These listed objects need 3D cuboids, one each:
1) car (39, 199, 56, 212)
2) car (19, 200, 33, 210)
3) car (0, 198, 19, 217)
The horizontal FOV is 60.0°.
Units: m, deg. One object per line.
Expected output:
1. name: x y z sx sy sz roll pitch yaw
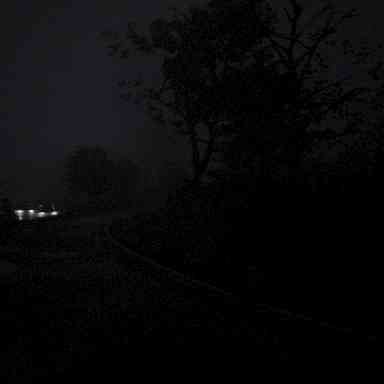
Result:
1. car: -20.046 1.825 46.173 2.097 1.767 4.553 0 0 -22
2. car: -26.296 2.067 52.218 1.837 1.490 4.892 0 0 -30
3. car: -20.358 1.618 34.237 2.150 2.045 5.566 0 -1 -7
